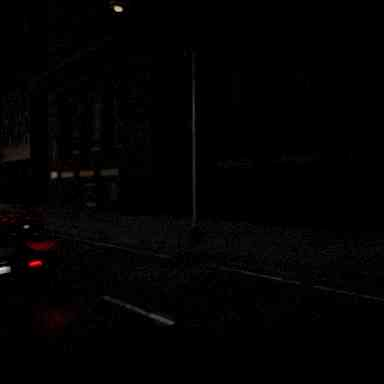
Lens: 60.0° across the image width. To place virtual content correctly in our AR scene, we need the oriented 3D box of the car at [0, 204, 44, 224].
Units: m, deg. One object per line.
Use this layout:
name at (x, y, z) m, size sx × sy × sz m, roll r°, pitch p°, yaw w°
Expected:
car at (-8.964, 1.343, 16.100) m, size 5.008 × 1.535 × 1.882 m, roll 0°, pitch 1°, yaw 43°

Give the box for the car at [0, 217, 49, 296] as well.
car at (-5.328, 1.496, 7.892) m, size 5.357 × 1.411 × 2.033 m, roll 0°, pitch 1°, yaw 43°
